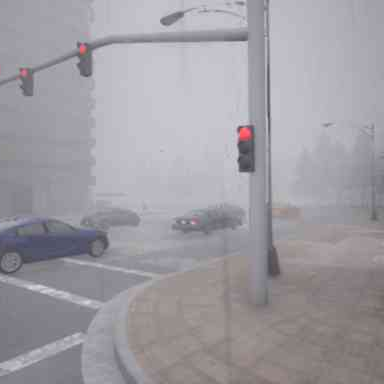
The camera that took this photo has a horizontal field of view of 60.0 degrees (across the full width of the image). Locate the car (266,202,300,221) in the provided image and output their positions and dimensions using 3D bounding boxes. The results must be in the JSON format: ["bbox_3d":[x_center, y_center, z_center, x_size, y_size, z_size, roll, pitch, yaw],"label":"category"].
[{"bbox_3d":[7.881,1.610,29.192,1.882,1.535,5.008,-1,0,38],"label":"car"}]

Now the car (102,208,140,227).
[{"bbox_3d":[-5.574,1.789,22.957,1.994,1.385,4.181,-1,-1,36],"label":"car"}]

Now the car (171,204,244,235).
[{"bbox_3d":[1.005,1.681,19.801,2.033,1.411,5.357,-1,-1,36],"label":"car"}]

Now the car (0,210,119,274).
[{"bbox_3d":[-5.120,1.612,11.308,1.882,1.535,5.008,-1,-1,36],"label":"car"}]
